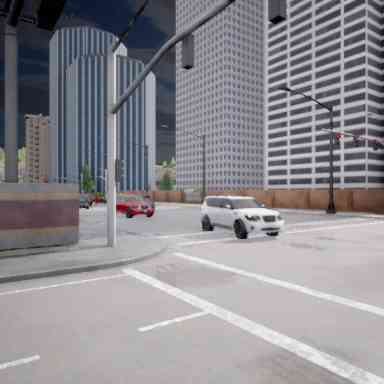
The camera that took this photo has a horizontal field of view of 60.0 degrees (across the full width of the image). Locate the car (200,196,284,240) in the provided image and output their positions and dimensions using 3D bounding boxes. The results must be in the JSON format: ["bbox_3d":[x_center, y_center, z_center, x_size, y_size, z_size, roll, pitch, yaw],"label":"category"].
[{"bbox_3d":[2.407,1.223,17.699,2.150,2.045,5.566,0,0,-26],"label":"car"}]

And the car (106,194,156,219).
[{"bbox_3d":[-5.468,1.215,29.910,2.150,2.045,5.566,0,1,-35],"label":"car"}]

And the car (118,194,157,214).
[{"bbox_3d":[-6.155,1.223,36.957,2.150,2.045,5.566,0,0,-35],"label":"car"}]

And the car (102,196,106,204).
[{"bbox_3d":[-16.571,1.547,64.210,2.033,1.411,5.357,0,0,-34],"label":"car"}]

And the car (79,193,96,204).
[{"bbox_3d":[-17.861,1.218,53.727,2.150,2.045,5.566,0,0,-35],"label":"car"}]

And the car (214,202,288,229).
[{"bbox_3d":[3.897,1.491,22.696,2.128,1.511,4.902,0,0,-35],"label":"car"}]

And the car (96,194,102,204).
[{"bbox_3d":[-19.163,1.222,61.829,2.150,2.045,5.566,0,0,-35],"label":"car"}]

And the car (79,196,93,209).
[{"bbox_3d":[-14.806,1.562,43.185,1.994,1.385,4.181,0,0,-35],"label":"car"}]
